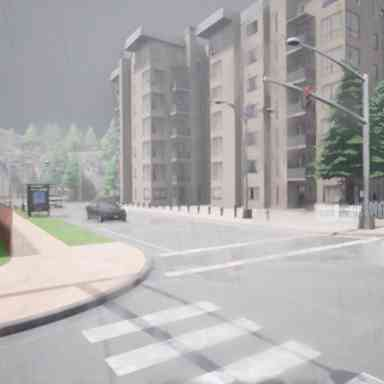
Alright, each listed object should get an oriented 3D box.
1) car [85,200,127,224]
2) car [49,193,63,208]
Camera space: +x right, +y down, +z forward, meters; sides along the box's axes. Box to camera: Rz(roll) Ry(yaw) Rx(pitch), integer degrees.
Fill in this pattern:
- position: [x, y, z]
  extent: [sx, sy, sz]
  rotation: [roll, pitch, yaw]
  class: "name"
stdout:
- position: [-6.361, 1.386, 24.348]
  extent: [1.882, 1.535, 5.008]
  rotation: [-1, 1, -32]
  class: "car"
- position: [-18.822, 1.102, 44.382]
  extent: [2.150, 2.045, 5.566]
  rotation: [-1, 0, -32]
  class: "car"
